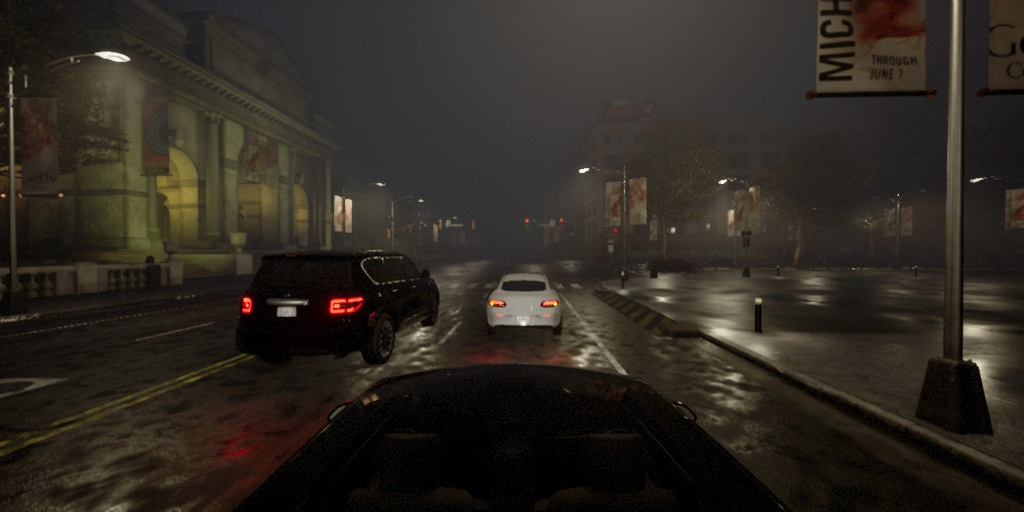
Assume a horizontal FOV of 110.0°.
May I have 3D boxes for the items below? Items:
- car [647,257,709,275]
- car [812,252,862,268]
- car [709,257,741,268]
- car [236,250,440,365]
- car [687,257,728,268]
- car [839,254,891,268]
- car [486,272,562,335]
[{"bbox_3d":[14.430,0.928,31.750,4.674,1.442,1.812,0,1,-2],"label":"car"},{"bbox_3d":[42.085,0.442,46.224,5.566,2.045,2.150,0,1,3],"label":"car"},{"bbox_3d":[25.084,0.783,43.431,4.674,1.442,1.812,0,1,2],"label":"car"},{"bbox_3d":[-3.244,0.899,8.039,2.150,2.045,5.566,0,1,3],"label":"car"},{"bbox_3d":[25.533,0.781,46.904,4.181,1.385,1.994,0,1,2],"label":"car"},{"bbox_3d":[42.302,0.824,42.678,4.181,1.385,1.994,0,1,2],"label":"car"},{"bbox_3d":[0.352,1.178,10.092,1.812,1.442,4.674,0,1,3],"label":"car"}]
